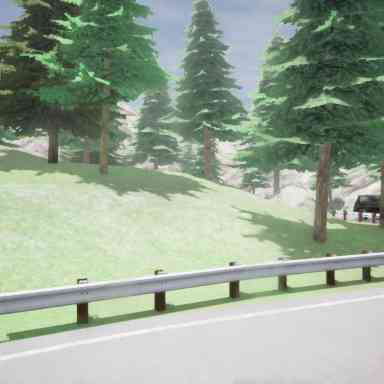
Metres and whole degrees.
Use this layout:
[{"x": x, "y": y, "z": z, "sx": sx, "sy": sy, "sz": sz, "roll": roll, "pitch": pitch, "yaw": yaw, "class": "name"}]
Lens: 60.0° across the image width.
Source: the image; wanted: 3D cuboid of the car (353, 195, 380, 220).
[{"x": 15.134, "y": 1.237, "z": 25.556, "sx": 2.150, "sy": 2.045, "sz": 5.566, "roll": 0, "pitch": 0, "yaw": -21, "class": "car"}]
